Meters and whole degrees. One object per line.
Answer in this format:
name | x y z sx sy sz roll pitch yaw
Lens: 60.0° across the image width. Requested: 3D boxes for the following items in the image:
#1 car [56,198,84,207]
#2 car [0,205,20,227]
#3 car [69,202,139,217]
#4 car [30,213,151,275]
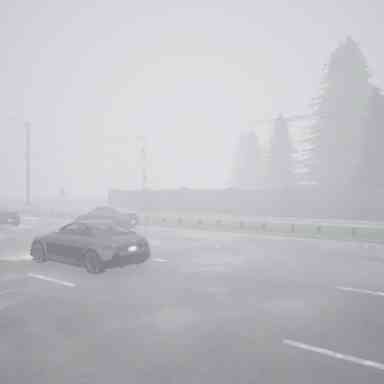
car | -19.083 1.692 52.118 4.181 1.385 1.994 0 0 -26
car | -13.130 1.591 21.945 4.674 1.442 1.812 0 0 35
car | -5.268 1.571 20.640 4.674 1.442 1.812 0 0 35
car | -3.317 1.589 10.653 4.181 1.385 1.994 0 0 35
